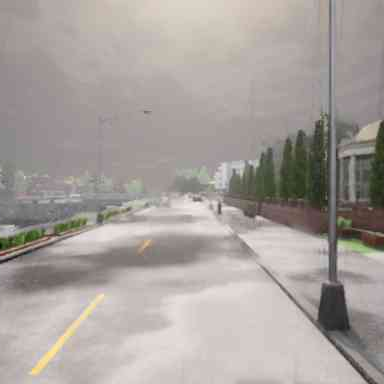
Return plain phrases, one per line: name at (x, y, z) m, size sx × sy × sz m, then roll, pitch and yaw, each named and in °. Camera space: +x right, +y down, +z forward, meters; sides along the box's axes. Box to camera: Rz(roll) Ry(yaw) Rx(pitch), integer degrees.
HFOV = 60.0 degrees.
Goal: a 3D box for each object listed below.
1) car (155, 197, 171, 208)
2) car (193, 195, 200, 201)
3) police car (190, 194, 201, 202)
car at (-4.082, 1.512, 47.366) m, size 2.128 × 1.511 × 4.902 m, roll 0°, pitch 0°, yaw 0°
car at (1.182, 1.513, 88.023) m, size 1.882 × 1.535 × 5.008 m, roll 0°, pitch 0°, yaw 0°
police car at (1.184, 1.456, 78.133) m, size 1.930 × 1.638 × 5.238 m, roll 0°, pitch 0°, yaw 0°
